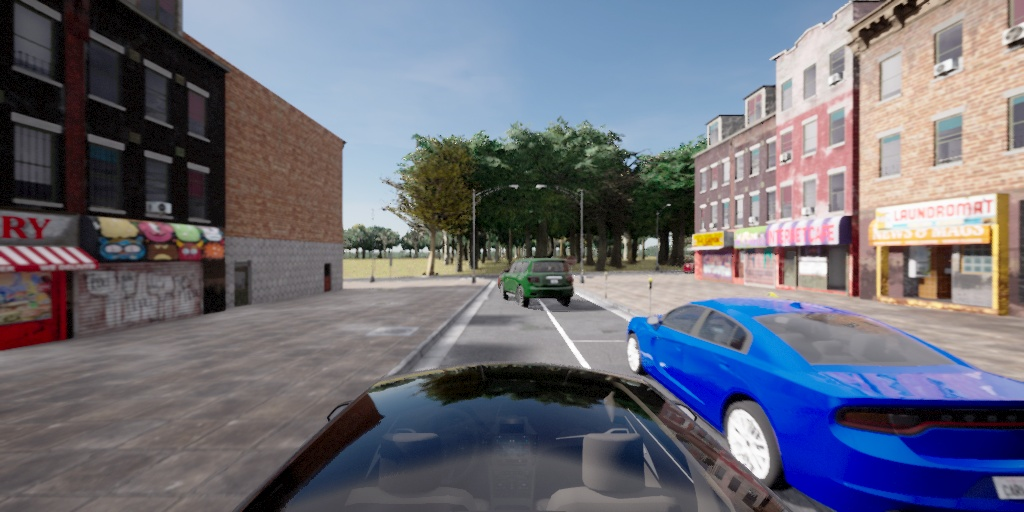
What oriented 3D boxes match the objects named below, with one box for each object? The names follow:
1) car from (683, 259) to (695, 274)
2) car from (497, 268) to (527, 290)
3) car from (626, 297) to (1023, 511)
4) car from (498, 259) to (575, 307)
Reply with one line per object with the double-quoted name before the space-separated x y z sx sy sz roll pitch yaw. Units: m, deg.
"car" 20.844 1.065 38.267 4.553 1.767 2.097 -1 0 0
"car" 0.050 1.619 26.550 1.994 1.385 4.181 0 -1 1
"car" 3.015 1.262 4.621 1.882 1.535 5.008 0 -1 0
"car" 0.991 1.152 16.759 2.150 2.045 5.566 0 -1 -15
